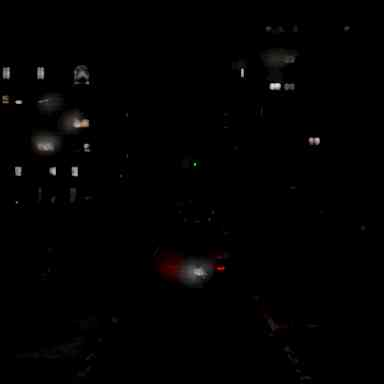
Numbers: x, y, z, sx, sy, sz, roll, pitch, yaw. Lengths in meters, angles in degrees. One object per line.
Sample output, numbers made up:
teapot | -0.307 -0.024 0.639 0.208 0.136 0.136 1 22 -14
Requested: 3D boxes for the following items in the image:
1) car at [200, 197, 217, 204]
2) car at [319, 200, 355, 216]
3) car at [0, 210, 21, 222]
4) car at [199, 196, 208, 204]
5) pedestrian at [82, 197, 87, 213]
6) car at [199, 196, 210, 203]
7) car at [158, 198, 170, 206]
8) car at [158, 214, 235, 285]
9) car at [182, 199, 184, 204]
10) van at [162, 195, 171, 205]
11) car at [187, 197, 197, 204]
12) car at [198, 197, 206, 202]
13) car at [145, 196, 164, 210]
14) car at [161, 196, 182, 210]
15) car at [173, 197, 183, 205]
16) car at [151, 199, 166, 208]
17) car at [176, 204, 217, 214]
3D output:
car | 2.590 1.772 46.755 1.947 1.339 4.313 0 0 0
car | 15.119 1.490 31.881 5.357 1.411 2.033 -1 0 0
car | -17.412 1.890 29.193 4.181 1.385 1.994 -1 0 0
car | 2.605 1.756 74.515 1.967 1.590 4.097 0 0 0
pedestrian | -12.133 1.455 37.514 0.375 1.860 0.375 0 0 0
car | 2.596 1.833 57.858 1.802 1.307 4.206 0 0 0
car | -5.281 1.817 63.414 1.887 1.381 4.507 0 0 0
car | 0.110 1.570 9.468 1.812 1.442 4.674 0 0 0
car | -2.797 1.599 56.841 2.097 1.767 4.553 0 0 0
van | -5.278 1.635 68.967 1.690 1.788 3.998 0 0 0
car | 0.038 1.787 72.811 1.882 1.535 5.008 0 0 0
car | 2.610 1.909 85.619 2.008 1.369 4.403 0 0 0
car | -5.290 1.521 46.759 2.192 1.841 5.009 0 0 0
car | -2.782 1.710 46.617 1.837 1.490 4.892 0 0 2
car | -2.717 1.812 67.098 1.812 1.442 4.674 0 0 0
car | -5.288 1.773 52.310 1.887 1.381 4.507 0 0 0
car | 0.430 1.656 20.383 1.994 1.385 4.181 0 0 4
